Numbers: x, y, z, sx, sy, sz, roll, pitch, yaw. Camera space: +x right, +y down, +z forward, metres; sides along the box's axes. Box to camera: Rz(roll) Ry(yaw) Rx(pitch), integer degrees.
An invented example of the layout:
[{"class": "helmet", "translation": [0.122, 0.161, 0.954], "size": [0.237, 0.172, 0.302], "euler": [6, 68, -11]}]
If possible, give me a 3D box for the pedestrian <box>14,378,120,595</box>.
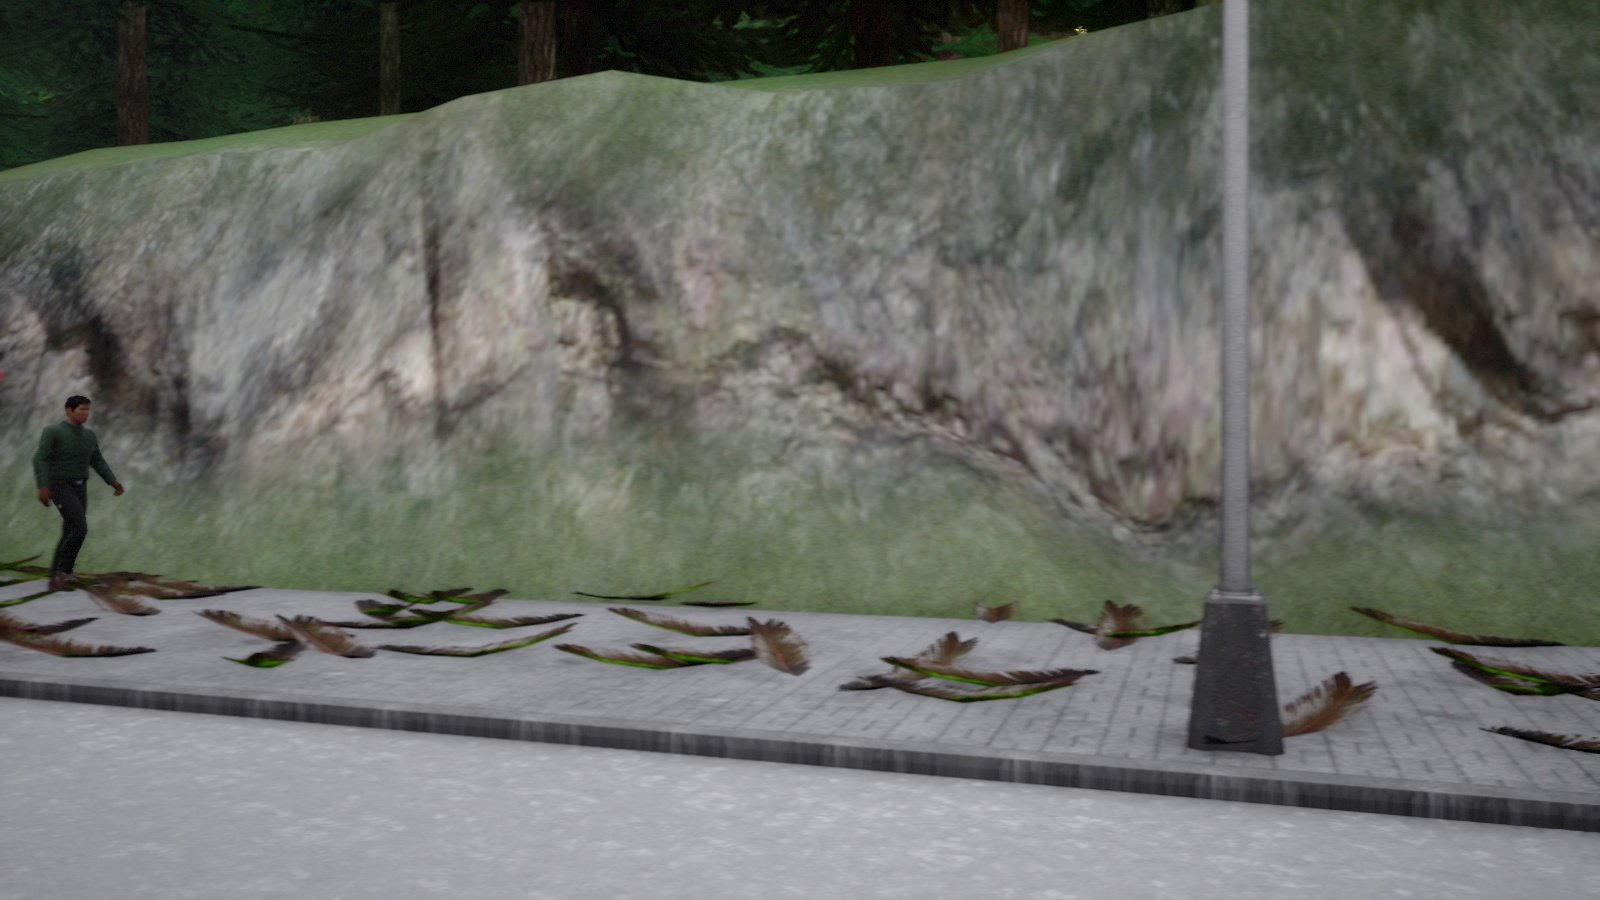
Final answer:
[{"class": "pedestrian", "translation": [-6.764, 0.325, 11.590], "size": [0.788, 1.949, 0.423], "euler": [1, 1, 18]}]
